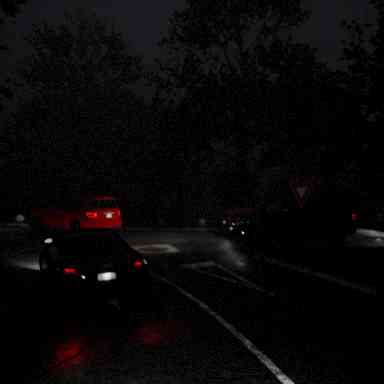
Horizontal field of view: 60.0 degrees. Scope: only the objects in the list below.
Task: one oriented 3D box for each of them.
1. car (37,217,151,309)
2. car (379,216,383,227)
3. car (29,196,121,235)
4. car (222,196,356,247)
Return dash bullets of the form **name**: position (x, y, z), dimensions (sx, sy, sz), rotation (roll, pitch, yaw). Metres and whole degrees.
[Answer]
- **car**: position (-2.506, 1.559, 8.051), dimensions (1.994, 1.385, 4.181), rotation (0, 0, -27)
- **car**: position (13.730, 1.592, 20.095), dimensions (4.892, 1.490, 1.837), rotation (1, 0, -15)
- **car**: position (-6.055, 1.213, 17.095), dimensions (5.566, 2.045, 2.150), rotation (0, 0, 35)
- **car**: position (4.416, 1.224, 14.801), dimensions (5.566, 2.045, 2.150), rotation (0, 0, -9)
